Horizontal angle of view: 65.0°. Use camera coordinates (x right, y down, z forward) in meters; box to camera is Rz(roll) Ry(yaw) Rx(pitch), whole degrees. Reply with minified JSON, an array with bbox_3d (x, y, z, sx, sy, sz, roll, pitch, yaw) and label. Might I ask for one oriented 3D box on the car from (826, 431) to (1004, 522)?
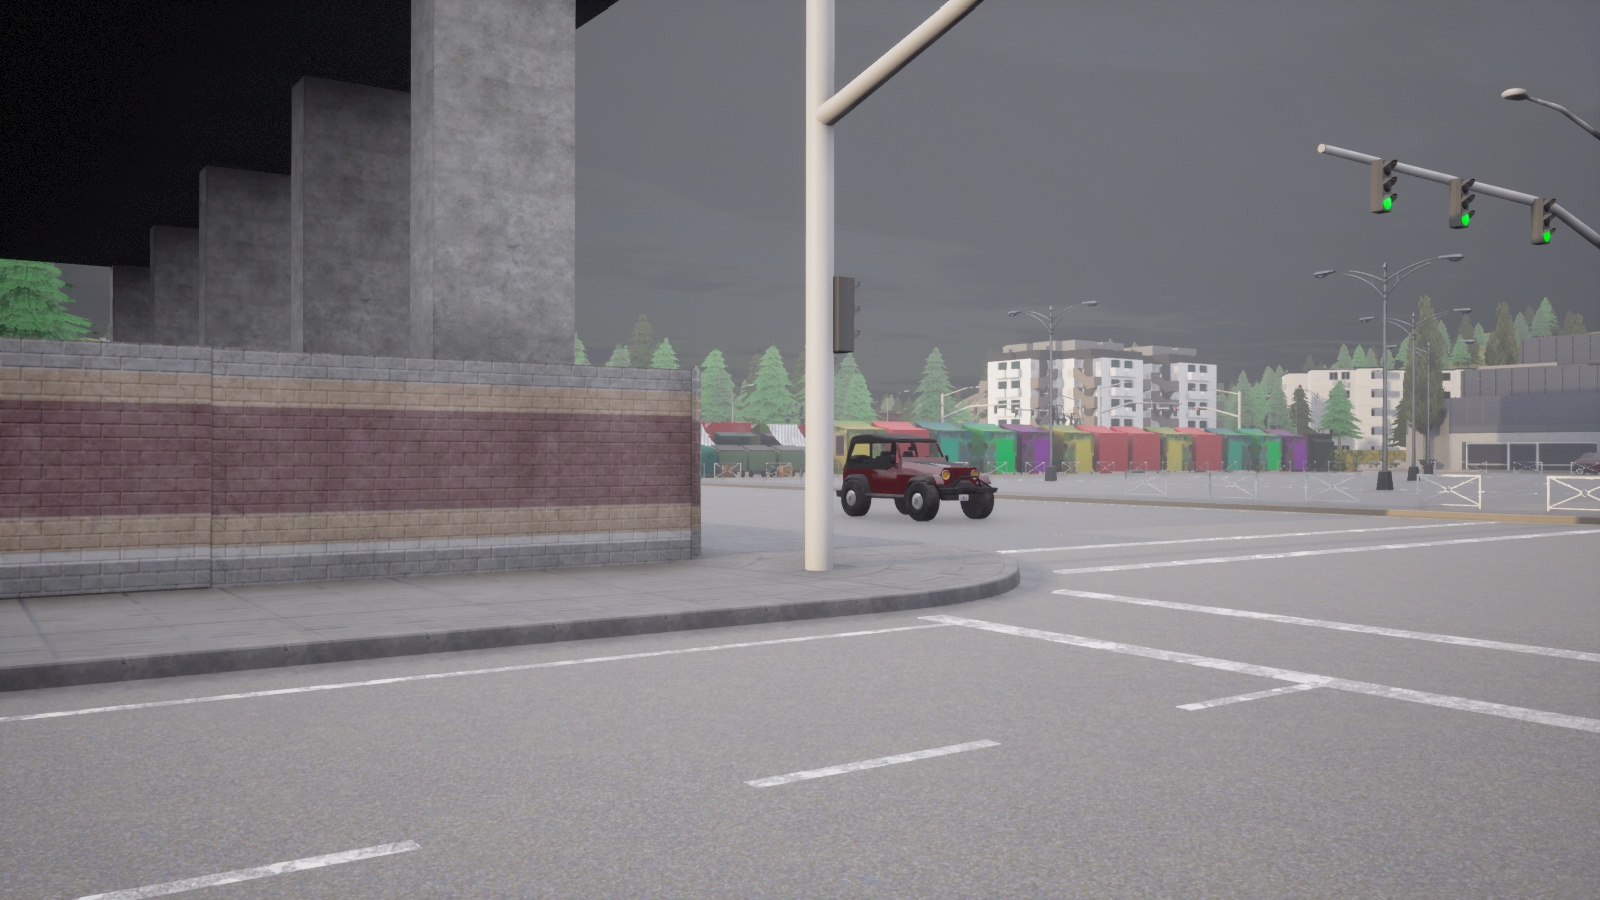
[{"bbox_3d":[2.491,0.549,28.043,1.905,1.878,3.866,0,0,-35],"label":"car"}]
